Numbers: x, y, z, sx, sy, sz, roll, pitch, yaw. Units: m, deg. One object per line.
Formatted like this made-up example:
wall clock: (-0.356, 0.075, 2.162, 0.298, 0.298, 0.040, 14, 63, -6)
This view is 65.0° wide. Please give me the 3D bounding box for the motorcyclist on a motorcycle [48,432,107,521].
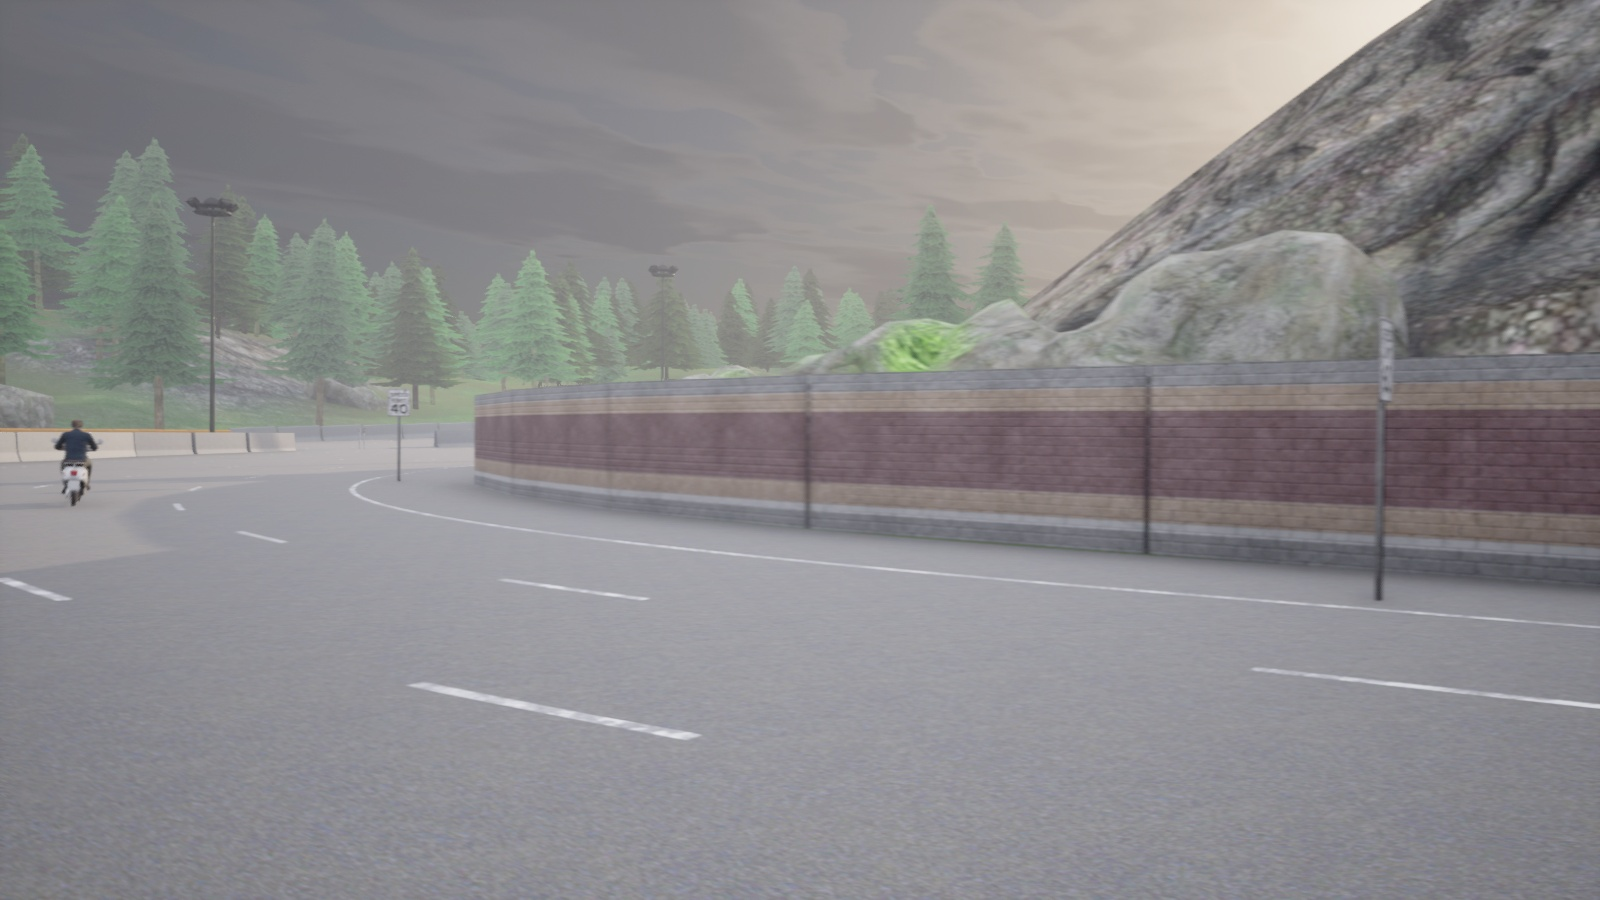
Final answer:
motorcyclist on a motorcycle: (-13.476, 0.460, 23.453, 0.866, 1.590, 1.817, 0, 1, -27)
